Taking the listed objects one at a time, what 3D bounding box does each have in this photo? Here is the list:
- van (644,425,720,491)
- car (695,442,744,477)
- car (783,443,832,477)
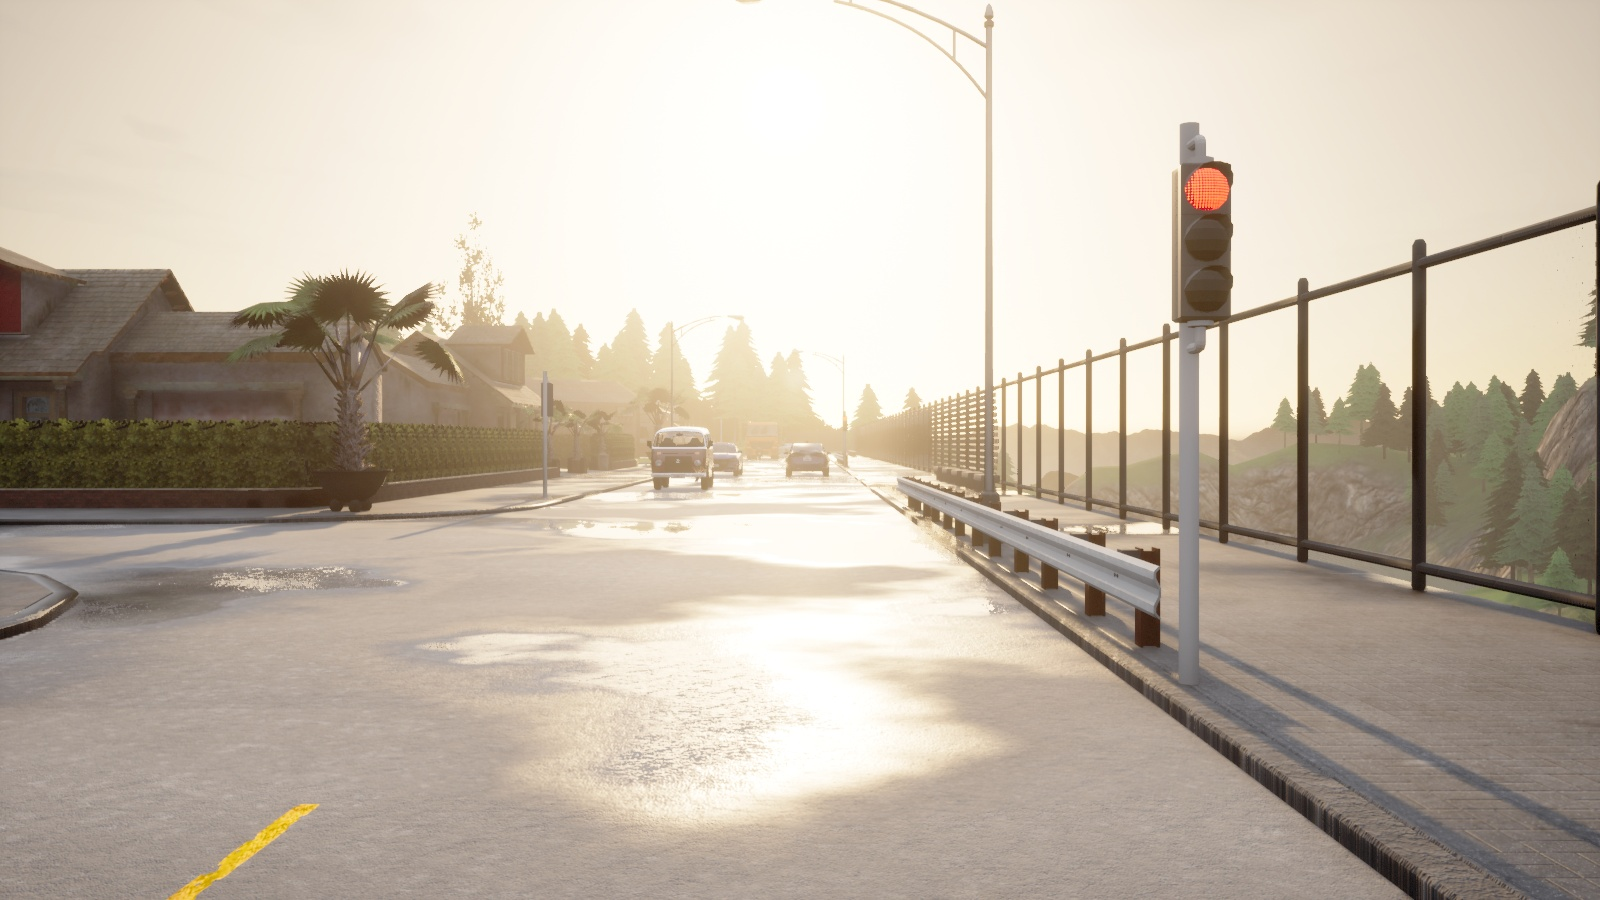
[{"bbox_3d":[-3.779,0.236,40.949,2.069,2.038,4.480,0,0,0],"label":"van"},{"bbox_3d":[-3.659,0.396,57.693,1.882,1.535,5.008,0,0,0],"label":"car"},{"bbox_3d":[0.337,0.424,57.103,2.163,1.488,4.792,0,0,0],"label":"car"}]
